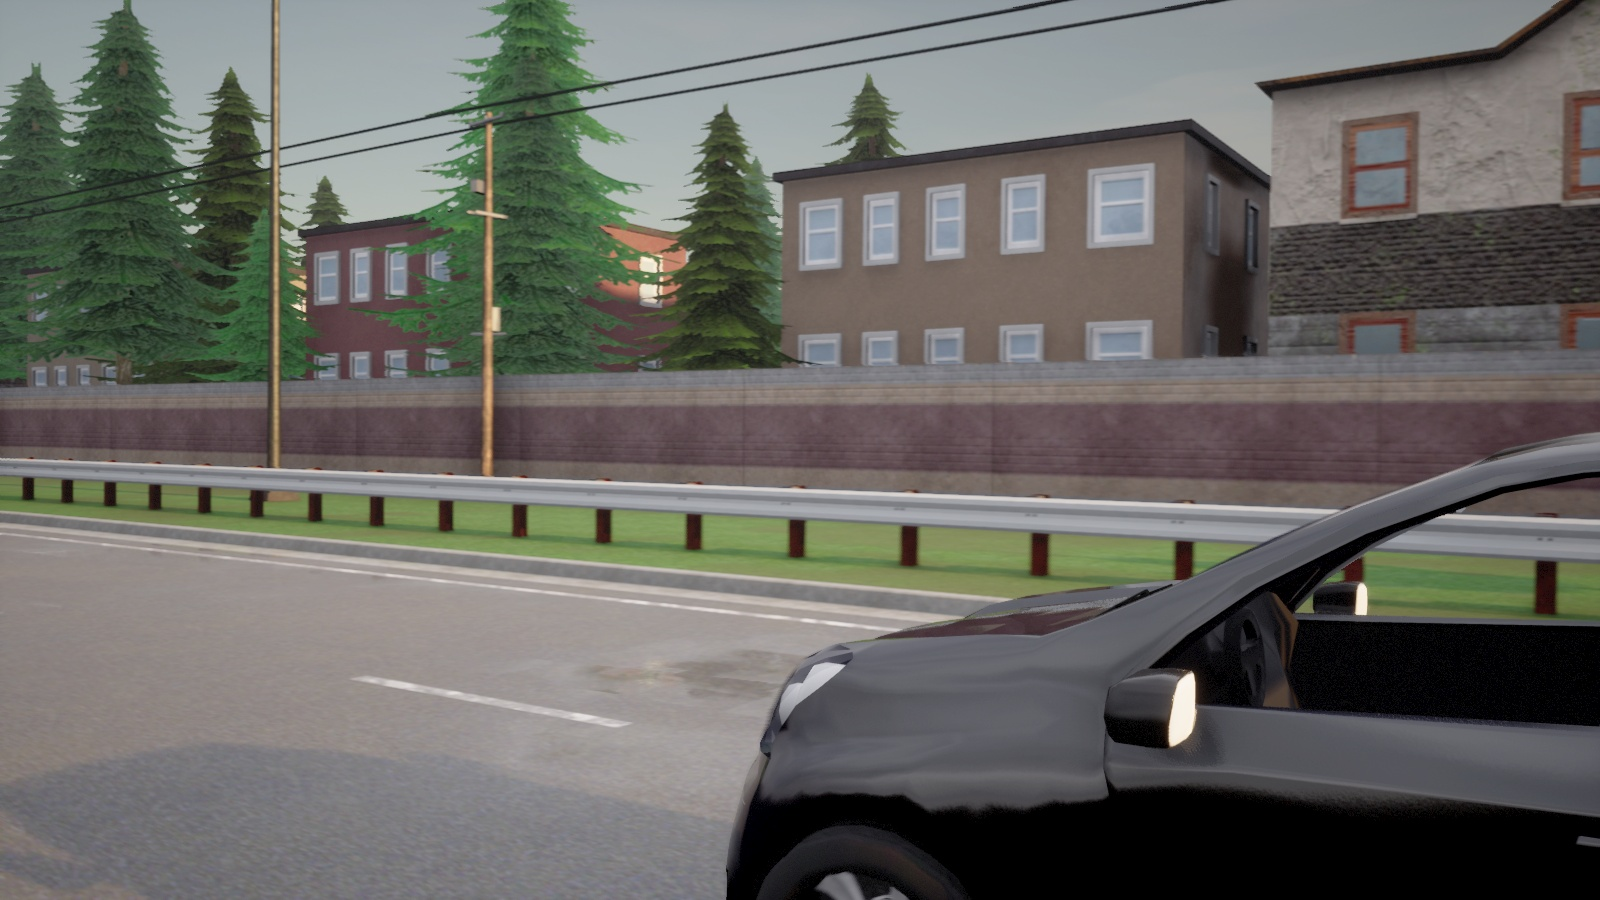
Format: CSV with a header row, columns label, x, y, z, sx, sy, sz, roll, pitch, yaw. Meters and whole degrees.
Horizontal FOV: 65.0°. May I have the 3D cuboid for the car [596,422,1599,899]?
label,x,y,z,sx,sy,sz,roll,pitch,yaw
car,1.574,0.696,2.578,3.633,1.501,1.845,0,1,34
